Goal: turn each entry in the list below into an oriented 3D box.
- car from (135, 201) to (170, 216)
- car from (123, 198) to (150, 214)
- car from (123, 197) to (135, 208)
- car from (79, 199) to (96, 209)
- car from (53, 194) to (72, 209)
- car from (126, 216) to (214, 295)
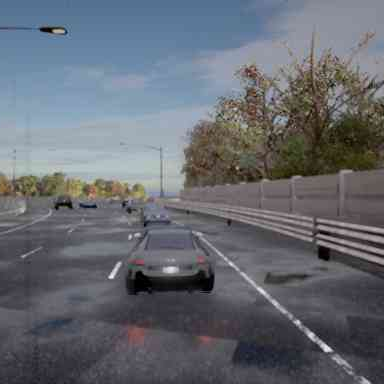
[{"bbox_3d":[-2.669,1.608,23.545,2.033,1.411,5.357,0,0,-13],"label":"car"},{"bbox_3d":[-6.326,1.589,37.146,2.128,1.511,4.902,0,0,-15],"label":"car"},{"bbox_3d":[-9.950,1.614,52.476,1.882,1.535,5.008,0,0,-11],"label":"car"},{"bbox_3d":[-15.395,1.694,48.936,1.994,1.385,4.181,0,0,-26],"label":"car"},{"bbox_3d":[-18.383,1.348,47.236,2.150,2.045,5.566,0,0,-27],"label":"car"},{"bbox_3d":[-0.616,1.587,8.894,1.994,1.385,4.181,0,0,-5],"label":"car"}]
